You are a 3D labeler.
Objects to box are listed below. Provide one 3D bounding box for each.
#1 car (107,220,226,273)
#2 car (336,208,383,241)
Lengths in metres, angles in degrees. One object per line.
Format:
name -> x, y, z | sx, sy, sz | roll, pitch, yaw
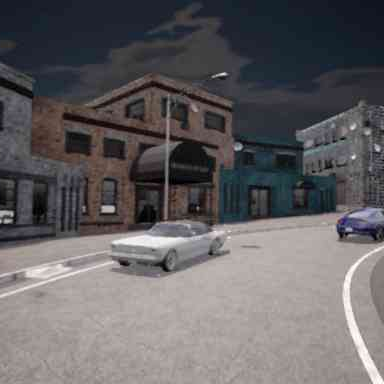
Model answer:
car -> -0.600, 1.669, 11.250 | 1.895, 1.301, 4.718 | -1, -1, 30
car -> 8.992, 1.544, 16.587 | 4.674, 1.442, 1.812 | 0, -2, -37
